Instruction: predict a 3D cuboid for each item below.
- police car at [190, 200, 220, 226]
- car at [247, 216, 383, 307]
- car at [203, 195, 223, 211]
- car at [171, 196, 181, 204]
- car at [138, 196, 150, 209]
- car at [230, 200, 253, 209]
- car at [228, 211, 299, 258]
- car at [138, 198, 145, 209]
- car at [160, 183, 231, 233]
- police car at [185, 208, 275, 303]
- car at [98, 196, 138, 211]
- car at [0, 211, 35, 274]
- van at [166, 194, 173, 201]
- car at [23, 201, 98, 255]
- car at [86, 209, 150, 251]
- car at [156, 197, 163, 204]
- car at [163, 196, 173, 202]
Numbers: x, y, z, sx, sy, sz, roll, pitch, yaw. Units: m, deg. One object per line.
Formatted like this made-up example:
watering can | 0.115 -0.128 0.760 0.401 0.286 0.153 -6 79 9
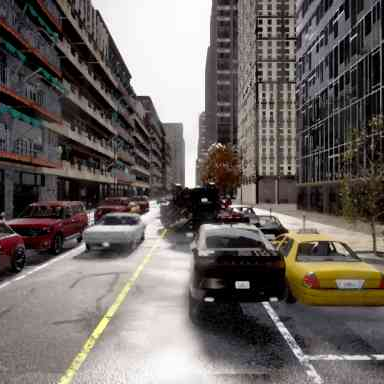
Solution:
police car | 0.845 1.441 24.426 1.930 1.638 5.238 0 0 0
car | 2.677 1.528 7.961 1.752 1.417 4.829 0 0 0
car | 2.601 1.360 41.771 2.192 1.841 5.009 0 0 0
car | -3.150 1.647 67.246 1.812 1.442 4.674 0 0 0
car | -5.766 1.348 36.090 2.192 1.841 5.009 0 0 0
car | 2.652 1.451 19.118 1.967 1.590 4.097 0 0 0
car | 2.664 1.573 13.455 1.947 1.339 4.313 0 0 0
car | -5.754 1.549 30.256 1.752 1.417 4.829 0 0 0
car | -0.192 1.208 18.369 2.150 2.045 5.566 -2 -19 -19
police car | 0.881 1.429 8.426 1.930 1.638 5.238 0 0 0
car | -5.740 1.331 24.762 2.192 1.841 5.009 0 0 0
car | -5.702 1.443 7.772 1.967 1.590 4.097 0 0 0
van | -5.882 1.539 87.060 1.690 1.788 3.998 0 0 0
car | -5.714 1.322 13.436 2.192 1.841 5.009 0 0 0
car | -3.133 1.608 14.352 1.895 1.301 4.718 0 0 0
car | -5.832 1.678 64.405 1.947 1.339 4.313 0 0 0
car | -5.870 1.739 81.394 1.947 1.339 4.313 0 0 0
